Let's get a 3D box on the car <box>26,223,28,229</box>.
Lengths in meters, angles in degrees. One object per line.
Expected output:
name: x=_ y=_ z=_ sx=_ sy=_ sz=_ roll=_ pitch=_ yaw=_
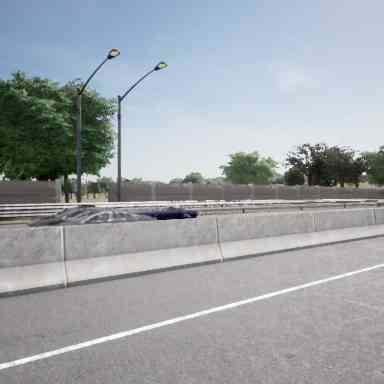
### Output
car: x=-5.779 y=1.501 z=17.072 sx=4.892 sy=1.490 sz=1.837 roll=0 pitch=0 yaw=-36

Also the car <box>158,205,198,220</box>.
car: x=-1.976 y=1.598 z=24.085 sx=4.718 sy=1.301 sz=1.895 roll=0 pitch=0 yaw=-36

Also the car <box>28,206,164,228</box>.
car: x=-3.958 y=1.488 z=14.072 sx=4.902 sy=1.511 sz=2.128 roll=0 pitch=0 yaw=-36
